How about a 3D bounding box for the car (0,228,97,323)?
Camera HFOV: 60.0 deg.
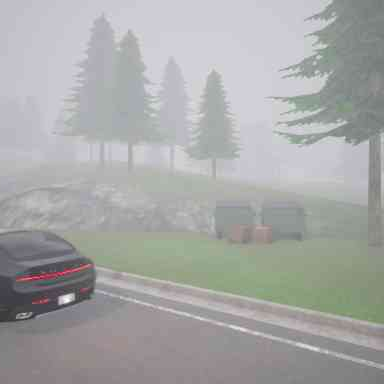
[{"bbox_3d":[-4.021,1.505,6.860,4.892,1.490,1.837,0,0,35],"label":"car"}]
